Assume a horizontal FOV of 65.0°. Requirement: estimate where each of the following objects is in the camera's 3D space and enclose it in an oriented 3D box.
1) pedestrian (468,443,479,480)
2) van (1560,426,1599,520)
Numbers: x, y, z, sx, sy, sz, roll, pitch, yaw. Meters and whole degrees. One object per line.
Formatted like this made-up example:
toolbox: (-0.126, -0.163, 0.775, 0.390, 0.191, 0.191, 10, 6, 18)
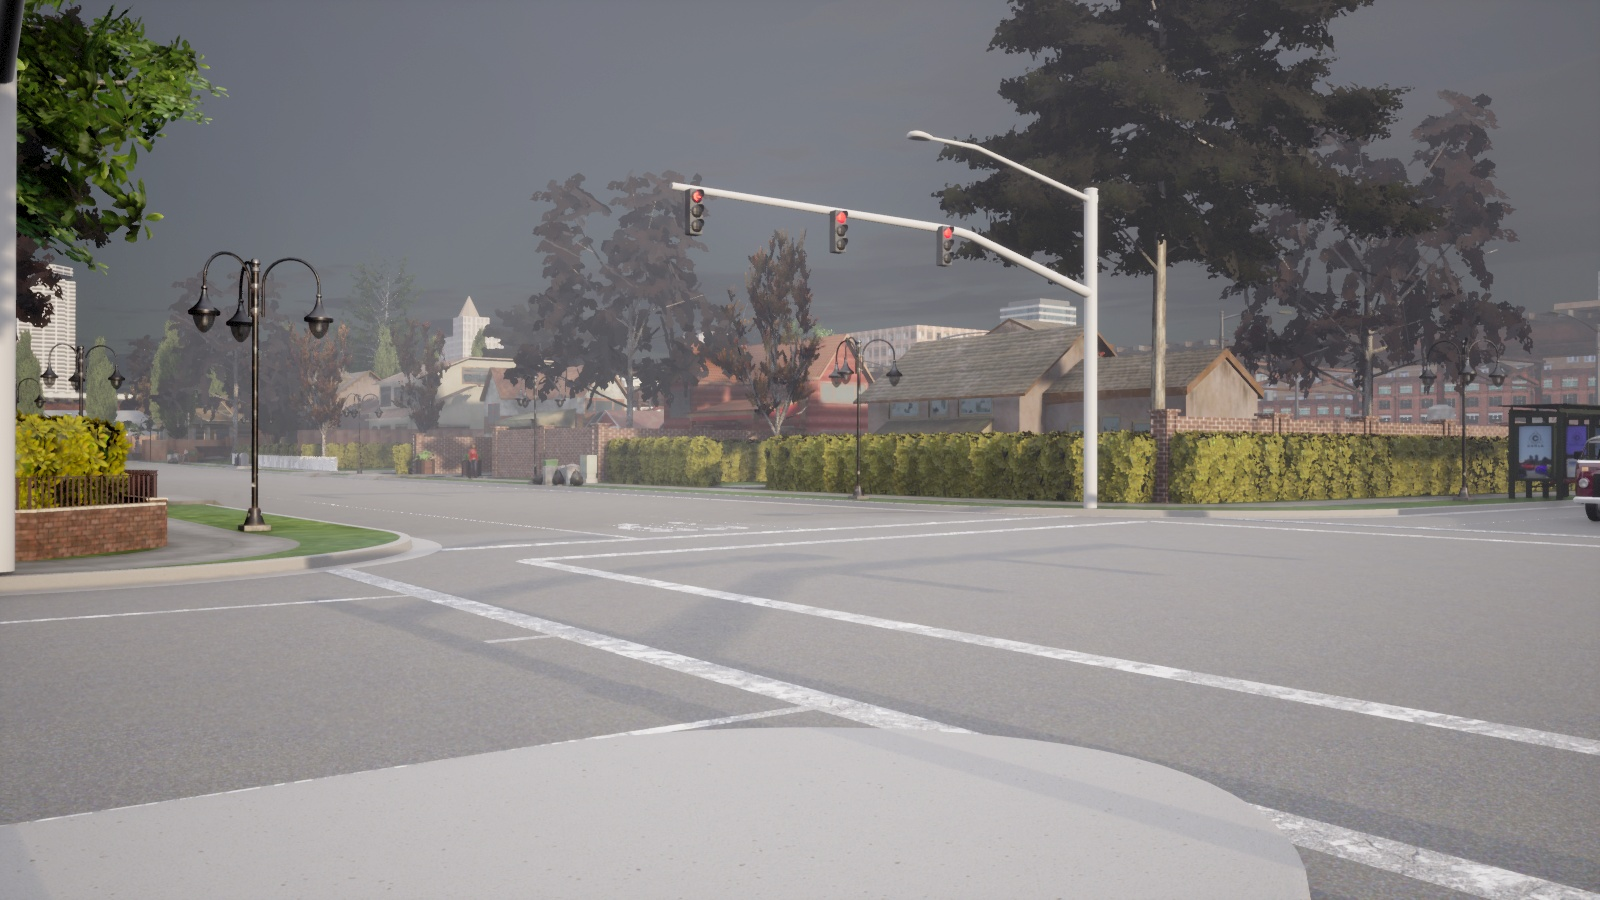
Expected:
pedestrian: (-16.350, 0.596, 62.924, 0.331, 1.846, 0.636, 0, 0, -36)
van: (19.198, 0.497, 28.226, 4.480, 2.038, 2.069, 0, 0, -37)
